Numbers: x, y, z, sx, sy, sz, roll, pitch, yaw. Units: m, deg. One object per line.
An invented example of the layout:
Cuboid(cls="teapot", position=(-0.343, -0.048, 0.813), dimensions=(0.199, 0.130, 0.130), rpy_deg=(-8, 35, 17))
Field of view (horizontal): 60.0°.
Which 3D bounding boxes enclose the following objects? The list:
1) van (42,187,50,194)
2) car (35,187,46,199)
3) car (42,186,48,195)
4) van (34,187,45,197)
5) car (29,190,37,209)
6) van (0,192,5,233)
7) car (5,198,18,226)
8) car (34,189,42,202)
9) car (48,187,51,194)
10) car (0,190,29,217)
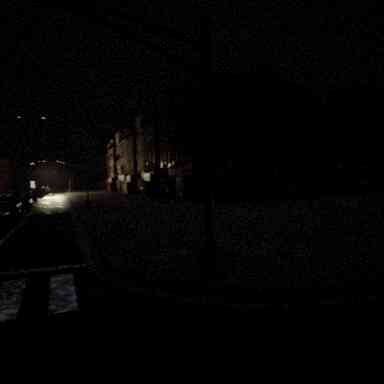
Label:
Cuboid(cls="van", position=(-37.435, -0.470, 85.084), dimensions=(1.690, 1.788, 3.998), rpy_deg=(0, 1, -22))
Cuboid(cls="car", position=(-23.755, 0.376, 50.681), dimensions=(1.887, 1.381, 4.507), rpy_deg=(0, 1, -22))
Cuboid(cls="car", position=(-25.708, 0.169, 55.594), dimensions=(1.967, 1.590, 4.097), rpy_deg=(0, 1, -22))
Cuboid(cls="van", position=(-27.663, -0.029, 60.507), dimensions=(1.690, 1.788, 3.998), rpy_deg=(0, 1, -22))
Cuboid(cls="car", position=(-15.935, 0.822, 31.021), dimensions=(1.887, 1.381, 4.507), rpy_deg=(0, 1, -22))
Cuboid(cls="van", position=(-8.955, 1.063, 13.473), dimensions=(1.690, 1.788, 3.998), rpy_deg=(0, 1, -22))
Cuboid(cls="car", position=(-10.184, 1.193, 16.562), dimensions=(2.008, 1.369, 4.403), rpy_deg=(0, 1, -22))
Cuboid(cls="car", position=(-19.846, 0.629, 40.852), dimensions=(1.802, 1.307, 4.206), rpy_deg=(0, 1, -22))
Cuboid(cls="car", position=(-31.572, -0.007, 70.342), dimensions=(2.008, 1.369, 4.403), rpy_deg=(0, 1, -22))
Cuboid(cls="car", position=(-12.023, 0.837, 21.188), dimensions=(2.192, 1.841, 5.009), rpy_deg=(0, 1, -22))
